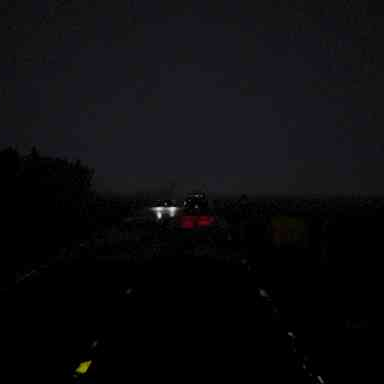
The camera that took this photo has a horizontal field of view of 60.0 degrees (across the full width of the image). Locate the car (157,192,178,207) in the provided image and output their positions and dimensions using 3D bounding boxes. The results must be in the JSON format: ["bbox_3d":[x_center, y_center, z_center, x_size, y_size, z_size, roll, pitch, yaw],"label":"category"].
[{"bbox_3d":[-2.429,0.672,33.869,2.033,1.411,5.357,0,1,1],"label":"car"}]

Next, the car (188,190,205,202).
[{"bbox_3d":[0.597,0.454,42.552,2.033,1.411,5.357,0,1,1],"label":"car"}]

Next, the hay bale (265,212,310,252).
[{"bbox_3d":[3.271,1.348,11.546,1.220,1.180,1.240,0,2,1],"label":"hay bale"}]

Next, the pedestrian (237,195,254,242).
[{"bbox_3d":[2.012,0.962,12.615,0.375,1.860,0.375,0,2,-1],"label":"pedestrian"}]

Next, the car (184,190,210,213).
[{"bbox_3d":[0.393,0.798,26.684,2.128,1.511,4.902,0,2,1],"label":"car"}]
